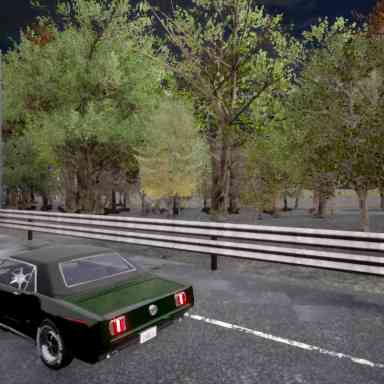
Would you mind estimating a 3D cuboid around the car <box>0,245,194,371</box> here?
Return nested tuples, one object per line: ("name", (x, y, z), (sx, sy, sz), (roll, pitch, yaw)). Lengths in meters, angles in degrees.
("car", (-2.376, 1.600, 5.704), (4.718, 1.301, 1.895), (0, 0, 36))
